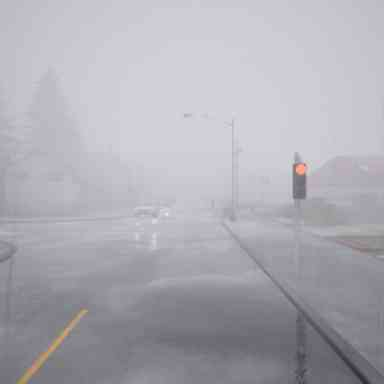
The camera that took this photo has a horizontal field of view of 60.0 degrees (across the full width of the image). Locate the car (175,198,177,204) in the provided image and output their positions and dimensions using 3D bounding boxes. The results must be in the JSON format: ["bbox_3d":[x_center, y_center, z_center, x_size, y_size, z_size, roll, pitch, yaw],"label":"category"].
[{"bbox_3d":[-3.909,1.480,62.210,1.837,1.490,4.892,0,0,1],"label":"car"}]

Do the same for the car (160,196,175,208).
[{"bbox_3d":[-3.978,1.475,46.869,2.128,1.511,4.902,0,0,0],"label":"car"}]

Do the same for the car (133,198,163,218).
[{"bbox_3d":[-4.027,1.514,30.084,1.812,1.442,4.674,0,0,0],"label":"car"}]
